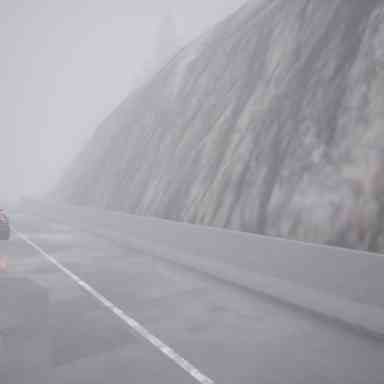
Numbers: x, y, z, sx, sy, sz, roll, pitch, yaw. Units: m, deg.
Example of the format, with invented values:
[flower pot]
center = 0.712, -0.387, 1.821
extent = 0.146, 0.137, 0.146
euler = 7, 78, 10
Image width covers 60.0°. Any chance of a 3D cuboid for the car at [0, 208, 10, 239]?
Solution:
[car]
center = -9.853, 1.169, 15.426
extent = 2.097, 1.767, 4.553
euler = -1, 1, -35
